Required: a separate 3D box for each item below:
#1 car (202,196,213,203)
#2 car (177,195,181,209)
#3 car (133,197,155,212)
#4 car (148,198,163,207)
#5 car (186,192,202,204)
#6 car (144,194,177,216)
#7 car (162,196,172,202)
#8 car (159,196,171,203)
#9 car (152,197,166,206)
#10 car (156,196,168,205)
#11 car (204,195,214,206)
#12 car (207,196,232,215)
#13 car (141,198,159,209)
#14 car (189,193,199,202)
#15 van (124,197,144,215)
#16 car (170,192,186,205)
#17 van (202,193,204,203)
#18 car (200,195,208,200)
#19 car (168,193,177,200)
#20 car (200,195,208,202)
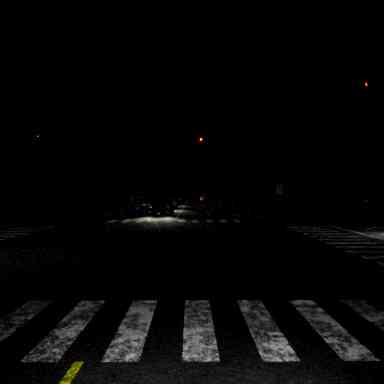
[{"bbox_3d":[3.087,1.551,67.433,2.008,1.369,4.403,0,0,0],"label":"car"},{"bbox_3d":[-2.829,1.480,43.575,1.882,1.535,5.008,0,0,0],"label":"car"},{"bbox_3d":[-5.617,1.442,39.137,1.967,1.590,4.097,0,0,0],"label":"car"},{"bbox_3d":[-5.546,1.585,50.474,1.802,1.307,4.206,0,0,0],"label":"car"},{"bbox_3d":[0.395,1.223,63.440,2.150,2.045,5.566,0,0,0],"label":"car"},{"bbox_3d":[-2.943,1.353,32.168,2.097,1.767,4.553,0,0,2],"label":"car"},{"bbox_3d":[-5.403,1.543,73.146,1.887,1.381,4.507,0,0,0],"label":"car"},{"bbox_3d":[-5.439,1.566,67.478,1.947,1.339,4.313,0,0,0],"label":"car"},{"bbox_3d":[-5.510,1.568,56.142,1.947,1.339,4.313,0,0,0],"label":"car"},{"bbox_3d":[-5.476,1.527,61.640,1.752,1.417,4.829,0,0,0],"label":"car"},{"bbox_3d":[2.944,1.443,44.756,1.967,1.590,4.097,0,0,0],"label":"car"},{"bbox_3d":[2.872,1.442,33.418,1.967,1.590,4.097,0,0,0],"label":"car"},{"bbox_3d":[-5.582,1.568,44.806,1.947,1.339,4.313,0,0,0],"label":"car"},{"bbox_3d":[0.459,1.186,73.800,2.097,1.767,4.553,0,0,0],"label":"car"},{"bbox_3d":[-5.653,1.343,33.469,1.690,1.788,3.998,0,0,0],"label":"van"},{"bbox_3d":[-2.721,1.224,57.914,2.150,2.045,5.566,0,0,1],"label":"car"},{"bbox_3d":[3.015,1.343,56.094,1.690,1.788,3.998,0,0,0],"label":"van"},{"bbox_3d":[3.230,1.557,90.110,1.947,1.339,4.313,0,0,0],"label":"car"},{"bbox_3d":[-5.296,1.306,90.151,2.192,1.841,5.009,0,0,0],"label":"car"},{"bbox_3d":[2.846,1.453,79.604,1.801,1.575,5.366,0,0,0],"label":"car"}]
